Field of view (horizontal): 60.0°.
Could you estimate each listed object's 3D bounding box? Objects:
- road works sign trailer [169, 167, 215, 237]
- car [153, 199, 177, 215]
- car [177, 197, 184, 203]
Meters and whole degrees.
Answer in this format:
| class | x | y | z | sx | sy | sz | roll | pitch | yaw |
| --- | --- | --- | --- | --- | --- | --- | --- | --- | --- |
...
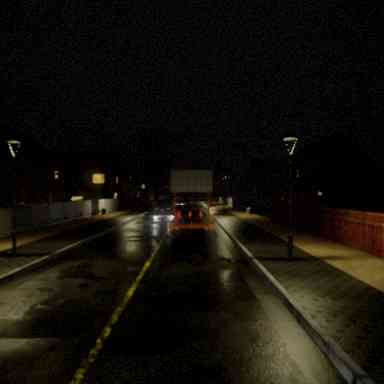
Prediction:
| class | x | y | z | sx | sy | sz | roll | pitch | yaw |
| --- | --- | --- | --- | --- | --- | --- | --- | --- | --- |
| road works sign trailer | -0.008 | 0.466 | 17.916 | 2.380 | 3.560 | 2.880 | 0 | 0 | 0 |
| car | -2.861 | 1.550 | 34.248 | 1.837 | 1.490 | 4.892 | 0 | 0 | 0 |
| car | -2.781 | 1.828 | 74.809 | 2.033 | 1.411 | 5.357 | 0 | 0 | 0 |
